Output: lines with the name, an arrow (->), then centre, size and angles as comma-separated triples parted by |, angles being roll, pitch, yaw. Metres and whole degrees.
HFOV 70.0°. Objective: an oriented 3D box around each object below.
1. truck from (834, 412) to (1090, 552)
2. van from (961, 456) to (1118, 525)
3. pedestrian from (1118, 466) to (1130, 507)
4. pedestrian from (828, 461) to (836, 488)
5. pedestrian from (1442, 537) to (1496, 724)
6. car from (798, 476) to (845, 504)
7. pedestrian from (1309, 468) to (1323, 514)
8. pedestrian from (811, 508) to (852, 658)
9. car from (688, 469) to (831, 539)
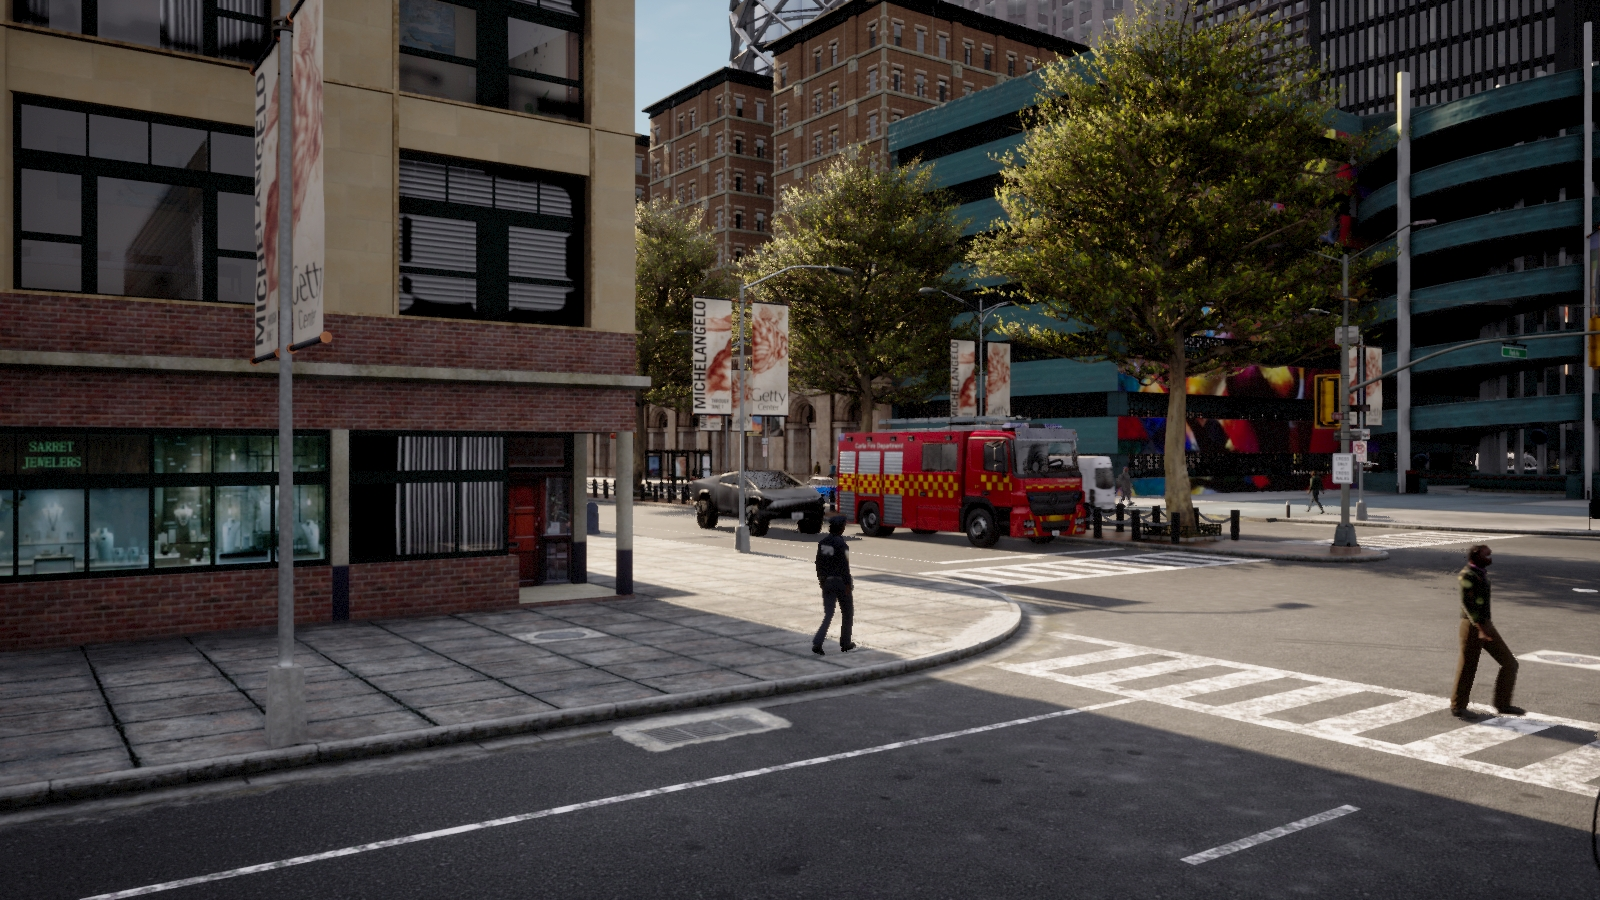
truck -> 4.745, 0.881, 35.550 | 2.891, 3.827, 8.468 | 0, 0, -35
van -> 9.492, 1.521, 45.627 | 5.915, 2.561, 1.988 | 0, 0, 41
pedestrian -> 14.978, 1.681, 52.840 | 0.375, 1.860, 0.375 | 0, 0, -41
pedestrian -> 2.182, 1.680, 78.275 | 0.375, 1.860, 0.375 | 0, 0, -37
pedestrian -> 6.915, 1.844, 11.812 | 0.375, 1.860, 0.375 | 0, 0, -38
car -> 1.127, 2.106, 60.642 | 1.481, 1.376, 2.207 | 0, 0, -35
pedestrian -> 21.043, 1.679, 46.568 | 0.375, 1.860, 0.375 | 0, 0, -29
pedestrian -> 0.403, 1.692, 14.684 | 0.375, 1.860, 0.375 | 0, 0, 39
car -> -1.520, 1.745, 39.167 | 2.390, 2.098, 6.274 | 0, 0, -28
